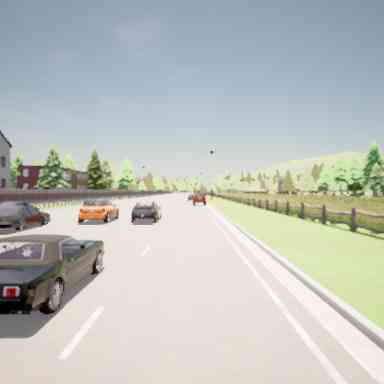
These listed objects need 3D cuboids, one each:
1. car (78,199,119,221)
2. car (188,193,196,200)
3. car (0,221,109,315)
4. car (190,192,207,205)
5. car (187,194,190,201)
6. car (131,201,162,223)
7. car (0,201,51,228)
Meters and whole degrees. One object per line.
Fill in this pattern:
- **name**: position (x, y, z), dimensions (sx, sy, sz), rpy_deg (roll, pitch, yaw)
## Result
- **car**: position (-6.901, 1.303, 25.064), dimensions (2.097, 1.767, 4.553), rpy_deg (0, 0, 0)
- **car**: position (-0.001, 1.112, 86.027), dimensions (2.097, 1.767, 4.553), rpy_deg (0, 0, 0)
- **car**: position (-3.400, 1.586, 7.458), dimensions (1.895, 1.301, 4.718), rpy_deg (0, 0, 0)
- **car**: position (1.224, 1.116, 54.507), dimensions (2.150, 2.045, 5.566), rpy_deg (0, 0, 0)
- **car**: position (0.000, 1.256, 71.701), dimensions (1.812, 1.442, 4.674), rpy_deg (0, 0, 0)
- **car**: position (-3.400, 1.441, 25.325), dimensions (2.128, 1.511, 4.902), rpy_deg (0, 0, 0)
- **car**: position (-10.401, 1.508, 19.940), dimensions (2.033, 1.411, 5.357), rpy_deg (0, 0, 0)
